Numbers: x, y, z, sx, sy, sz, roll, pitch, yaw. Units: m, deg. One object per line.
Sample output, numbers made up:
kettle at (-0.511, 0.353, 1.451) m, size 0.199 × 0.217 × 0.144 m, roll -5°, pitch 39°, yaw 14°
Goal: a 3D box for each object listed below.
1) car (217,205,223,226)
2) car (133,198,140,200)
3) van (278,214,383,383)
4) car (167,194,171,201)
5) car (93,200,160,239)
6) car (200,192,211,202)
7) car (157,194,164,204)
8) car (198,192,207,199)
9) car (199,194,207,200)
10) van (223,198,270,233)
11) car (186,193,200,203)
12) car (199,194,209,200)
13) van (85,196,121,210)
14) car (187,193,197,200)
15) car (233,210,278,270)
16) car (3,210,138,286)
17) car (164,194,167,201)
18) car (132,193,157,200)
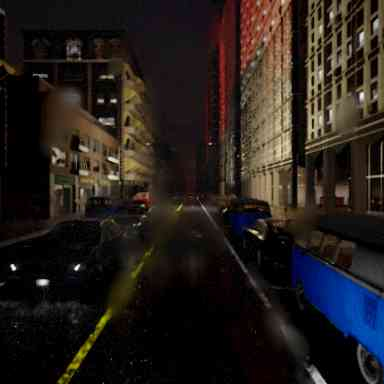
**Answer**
car at (2.670, 1.410, 21.847) m, size 1.947 × 1.339 × 4.313 m, roll 0°, pitch 0°, yaw 0°
car at (-5.716, 1.388, 27.488) m, size 1.802 × 1.307 × 4.206 m, roll 0°, pitch 0°, yaw 0°
van at (2.686, 1.305, 4.900) m, size 1.690 × 1.788 × 3.998 m, roll 0°, pitch 0°, yaw 0°
car at (-5.753, 1.073, 66.857) m, size 1.752 × 1.417 × 4.829 m, roll 0°, pitch 0°, yaw 0°
car at (-3.016, 1.377, 16.473) m, size 2.128 × 1.511 × 4.902 m, roll 0°, pitch 0°, yaw 0°
car at (2.632, 1.163, 61.386) m, size 1.802 × 1.307 × 4.206 m, roll 0°, pitch 0°, yaw 0°
car at (-5.737, 1.221, 50.082) m, size 1.947 × 1.339 × 4.313 m, roll 0°, pitch 0°, yaw 0°
car at (2.611, 0.884, 83.979) m, size 1.967 × 1.590 × 4.097 m, roll 0°, pitch 0°, yaw 0°
car at (2.616, 1.059, 78.332) m, size 1.802 × 1.307 × 4.206 m, roll 0°, pitch 0°, yaw 0°
van at (2.676, 1.225, 16.197) m, size 1.690 × 1.788 × 3.998 m, roll 0°, pitch 0°, yaw 0°
car at (-0.056, 1.088, 59.088) m, size 2.128 × 1.511 × 4.902 m, roll 0°, pitch 0°, yaw 0°
car at (2.622, 1.077, 72.683) m, size 1.947 × 1.339 × 4.313 m, roll 0°, pitch 0°, yaw 0°
van at (-5.710, 1.186, 21.838) m, size 1.690 × 1.788 × 3.998 m, roll 0°, pitch 0°, yaw 0°
car at (-0.065, 0.916, 69.507) m, size 1.994 × 1.385 × 4.181 m, roll 0°, pitch 0°, yaw 0°
car at (2.681, 1.474, 10.550) m, size 2.008 × 1.369 × 4.403 m, roll 0°, pitch 0°, yaw 0°
car at (-3.101, 1.478, 9.570) m, size 2.033 × 1.411 × 5.357 m, roll 0°, pitch 0°, yaw 0°
car at (-5.742, 1.169, 55.730) m, size 2.008 × 1.369 × 4.403 m, roll 0°, pitch 0°, yaw 0°
car at (-5.727, 1.045, 38.783) m, size 2.192 × 1.841 × 5.009 m, roll 0°, pitch 0°, yaw 0°
